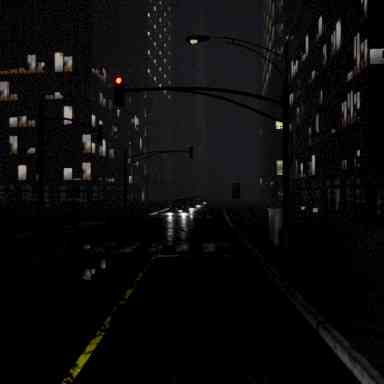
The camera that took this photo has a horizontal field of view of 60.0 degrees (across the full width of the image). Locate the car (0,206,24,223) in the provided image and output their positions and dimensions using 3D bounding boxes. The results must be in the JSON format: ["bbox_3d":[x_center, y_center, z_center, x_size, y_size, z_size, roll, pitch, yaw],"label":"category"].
[{"bbox_3d":[-16.444,1.854,28.063,4.403,1.369,2.008,-1,1,10],"label":"car"}]

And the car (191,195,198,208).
[{"bbox_3d":[-0.631,1.486,46.819,1.812,1.442,4.674,0,0,6],"label":"car"}]

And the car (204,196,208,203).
[{"bbox_3d":[2.208,1.442,69.591,2.033,1.411,5.357,0,0,8],"label":"car"}]

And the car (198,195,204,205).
[{"bbox_3d":[0.443,1.294,56.642,2.097,1.767,4.553,0,0,7],"label":"car"}]

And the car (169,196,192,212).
[{"bbox_3d":[-1.448,1.499,37.854,1.812,1.442,4.674,0,0,5],"label":"car"}]
